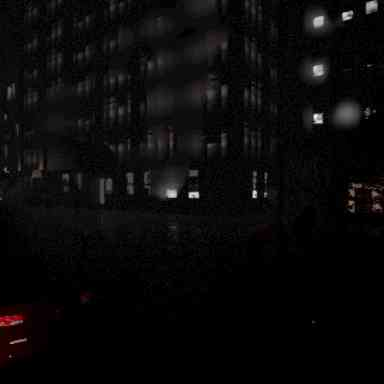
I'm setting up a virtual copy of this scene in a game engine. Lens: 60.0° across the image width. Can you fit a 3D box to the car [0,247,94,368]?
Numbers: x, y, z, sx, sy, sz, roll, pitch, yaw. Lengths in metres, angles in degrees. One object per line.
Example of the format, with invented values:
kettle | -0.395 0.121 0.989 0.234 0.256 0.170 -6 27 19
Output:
car | -3.287 1.539 5.222 4.206 1.307 1.802 1 0 36
